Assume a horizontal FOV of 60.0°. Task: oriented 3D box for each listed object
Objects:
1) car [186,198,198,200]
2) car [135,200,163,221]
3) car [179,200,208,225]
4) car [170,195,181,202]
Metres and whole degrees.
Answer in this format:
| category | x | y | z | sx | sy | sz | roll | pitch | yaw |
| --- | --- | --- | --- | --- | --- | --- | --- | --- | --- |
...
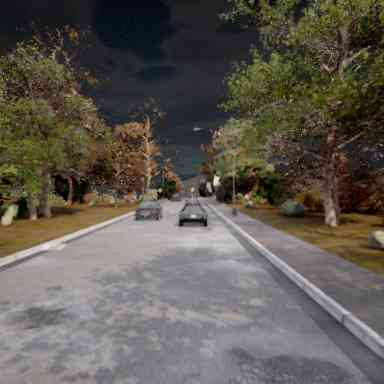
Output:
| category | x | y | z | sx | sy | sz | roll | pitch | yaw |
| --- | --- | --- | --- | --- | --- | --- | --- | --- | --- |
| car | 0.073 | 1.433 | 43.049 | 1.994 | 1.385 | 4.181 | 0 | 0 | 0 |
| car | -3.363 | 1.462 | 26.620 | 1.837 | 1.490 | 4.892 | 0 | 0 | 0 |
| car | 0.085 | 1.536 | 23.697 | 1.994 | 1.385 | 4.181 | 0 | 0 | 0 |
| car | -3.267 | 1.293 | 67.056 | 1.994 | 1.385 | 4.181 | 0 | 0 | 1 |
